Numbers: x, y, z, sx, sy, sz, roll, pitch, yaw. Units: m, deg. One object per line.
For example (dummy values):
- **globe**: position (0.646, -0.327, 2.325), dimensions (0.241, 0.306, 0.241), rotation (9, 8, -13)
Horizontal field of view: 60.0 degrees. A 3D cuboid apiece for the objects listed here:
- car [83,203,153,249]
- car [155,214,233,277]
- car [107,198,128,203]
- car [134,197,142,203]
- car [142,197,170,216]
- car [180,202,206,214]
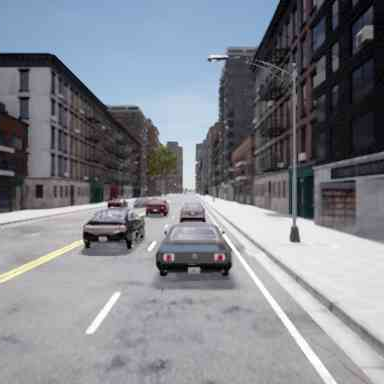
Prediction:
- **car**: position (-3.162, 1.447, 14.259), dimensions (2.128, 1.511, 4.902), rotation (0, 0, 0)
- **car**: position (0.067, 1.569, 10.121), dimensions (1.895, 1.301, 4.718), rotation (0, 0, 0)
- **car**: position (-9.837, 1.482, 44.109), dimensions (1.895, 1.301, 4.718), rotation (0, 0, 0)
- **car**: position (-6.585, 1.407, 44.270), dimensions (1.812, 1.442, 4.674), rotation (0, 0, 0)
- **car**: position (-3.156, 1.388, 31.084), dimensions (1.882, 1.535, 5.008), rotation (0, 0, 0)
- **car**: position (0.067, 1.475, 24.552), dimensions (2.033, 1.411, 5.357), rotation (0, 0, 0)
